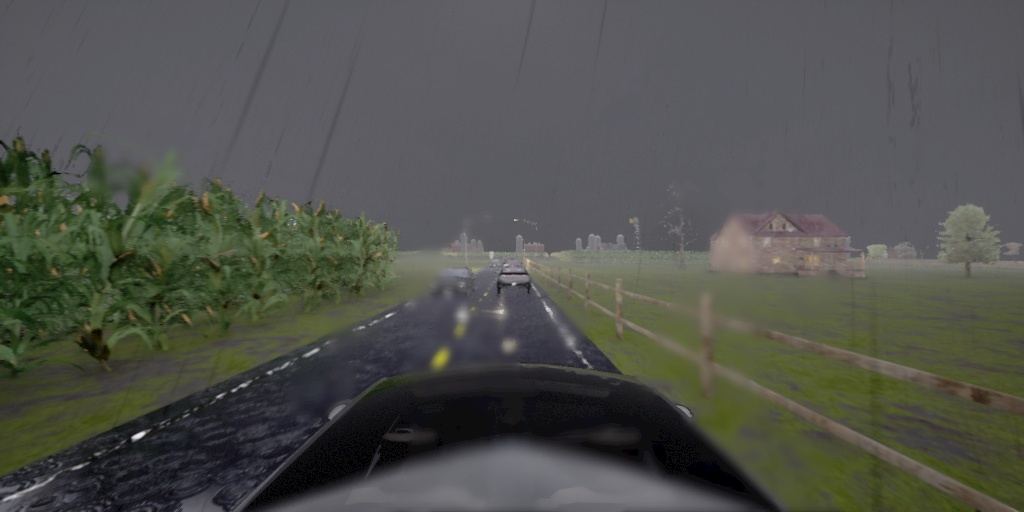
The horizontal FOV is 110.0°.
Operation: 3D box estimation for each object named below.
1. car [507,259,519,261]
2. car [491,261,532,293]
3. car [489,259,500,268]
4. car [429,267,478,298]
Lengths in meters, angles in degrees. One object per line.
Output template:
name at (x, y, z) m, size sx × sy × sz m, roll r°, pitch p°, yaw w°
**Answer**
car at (0.104, 1.081, 39.812) m, size 2.097 × 1.767 × 4.553 m, roll 0°, pitch 0°, yaw 0°
car at (0.102, 1.237, 20.635) m, size 2.128 × 1.511 × 4.902 m, roll 0°, pitch 0°, yaw 0°
car at (-2.774, 1.247, 60.067) m, size 2.033 × 1.411 × 5.357 m, roll 0°, pitch 0°, yaw 1°
car at (-2.848, 1.294, 18.643) m, size 2.033 × 1.411 × 5.357 m, roll 0°, pitch 0°, yaw 0°
